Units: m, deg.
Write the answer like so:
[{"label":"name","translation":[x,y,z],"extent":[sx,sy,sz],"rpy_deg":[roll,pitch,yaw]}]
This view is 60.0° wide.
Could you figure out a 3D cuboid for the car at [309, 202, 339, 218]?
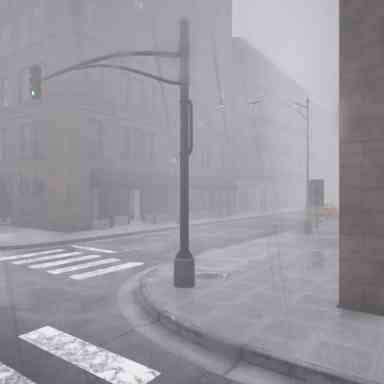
[{"label":"car","translation":[13.000,1.691,32.580],"extent":[1.882,1.535,5.008],"rpy_deg":[0,0,35]}]
